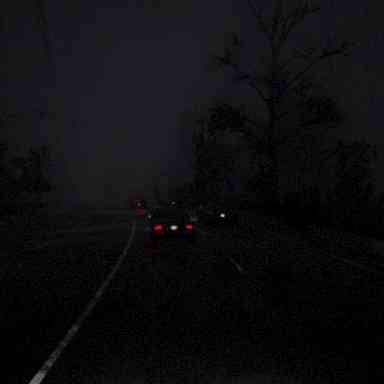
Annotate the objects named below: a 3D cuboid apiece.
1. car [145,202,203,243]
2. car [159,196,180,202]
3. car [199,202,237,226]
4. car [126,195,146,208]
[{"bbox_3d":[-1.020,1.413,15.427,2.033,1.411,5.357,0,1,-7],"label":"car"},{"bbox_3d":[-2.670,1.213,39.309,1.994,1.385,4.181,-1,1,-17],"label":"car"},{"bbox_3d":[1.501,1.355,21.864,1.994,1.385,4.181,0,1,-10],"label":"car"},{"bbox_3d":[-6.884,1.173,41.007,1.837,1.490,4.892,-1,1,-18],"label":"car"}]
